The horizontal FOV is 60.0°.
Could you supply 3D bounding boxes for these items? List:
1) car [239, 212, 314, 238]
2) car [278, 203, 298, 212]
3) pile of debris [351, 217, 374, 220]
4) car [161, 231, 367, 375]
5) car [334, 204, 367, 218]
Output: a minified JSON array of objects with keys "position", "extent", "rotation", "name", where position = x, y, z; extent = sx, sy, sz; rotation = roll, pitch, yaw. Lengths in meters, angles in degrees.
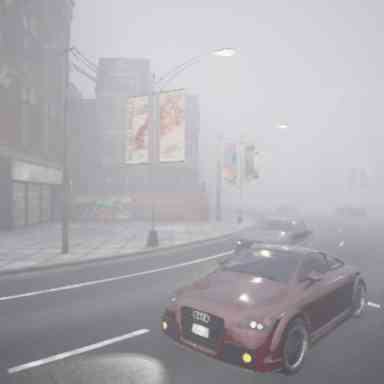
[{"position":[3.666,1.773,13.790],"extent":[2.033,1.411,5.357],"rotation":[0,-1,33],"name":"car"},{"position":[13.872,2.340,48.511],"extent":[1.812,1.442,4.674],"rotation":[0,-1,-3],"name":"car"},{"position":[17.751,2.775,34.756],"extent":[1.500,0.140,1.860],"rotation":[0,-1,3],"name":"pile of debris"},{"position":[1.481,1.660,5.823],"extent":[1.994,1.385,4.181],"rotation":[-1,-1,44],"name":"car"},{"position":[17.647,2.114,37.347],"extent":[1.882,1.535,5.008],"rotation":[0,-1,1],"name":"car"}]
